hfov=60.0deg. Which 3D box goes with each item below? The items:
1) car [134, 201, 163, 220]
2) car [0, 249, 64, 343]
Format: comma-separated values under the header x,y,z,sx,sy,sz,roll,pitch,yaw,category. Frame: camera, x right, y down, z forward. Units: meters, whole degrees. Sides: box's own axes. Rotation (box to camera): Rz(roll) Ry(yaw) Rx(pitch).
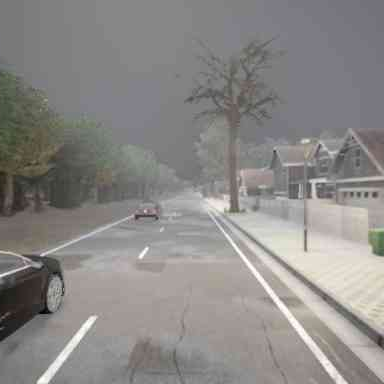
x,y,z,sx,sy,sz,roll,pitch,yaw,category
-3.405,1.450,26.784,2.033,1.411,5.357,0,0,0,car
-3.404,1.478,4.593,2.128,1.511,4.902,0,0,0,car
